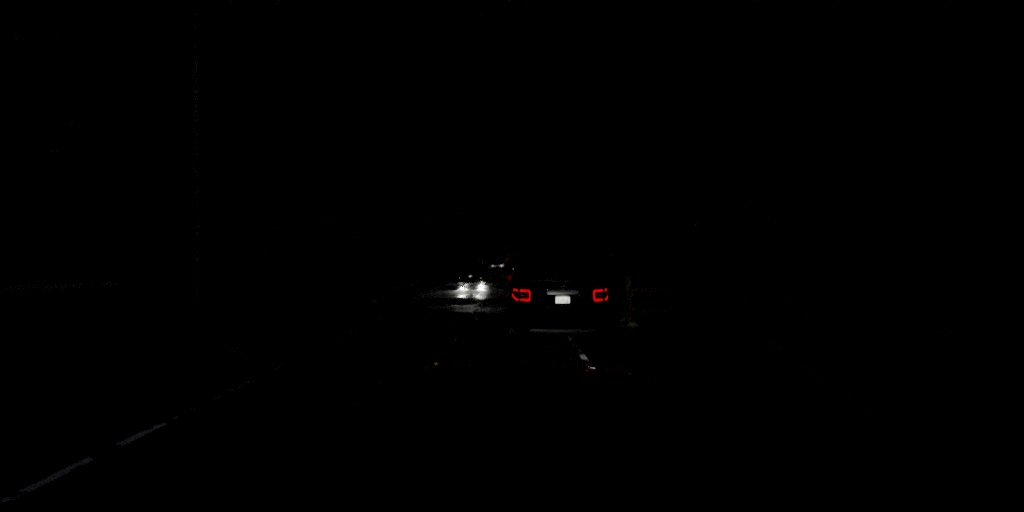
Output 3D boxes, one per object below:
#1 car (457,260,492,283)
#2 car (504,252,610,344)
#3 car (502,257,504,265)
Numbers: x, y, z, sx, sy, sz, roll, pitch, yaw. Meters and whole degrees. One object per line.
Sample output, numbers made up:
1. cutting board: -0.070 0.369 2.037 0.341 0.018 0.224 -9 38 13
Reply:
1. car: -2.808 1.160 26.206 1.994 1.385 4.181 0 0 0
2. car: 0.978 0.923 9.578 2.150 2.045 5.566 0 0 0
3. car: 0.136 1.028 38.779 1.837 1.490 4.892 0 0 0
